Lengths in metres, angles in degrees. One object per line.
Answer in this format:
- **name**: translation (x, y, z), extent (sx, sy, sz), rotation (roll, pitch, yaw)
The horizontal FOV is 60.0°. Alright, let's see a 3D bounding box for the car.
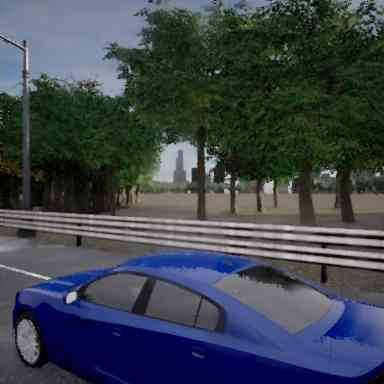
- **car**: translation (-0.267, 1.494, 4.088), extent (5.008, 1.535, 1.882), rotation (0, 0, 36)
